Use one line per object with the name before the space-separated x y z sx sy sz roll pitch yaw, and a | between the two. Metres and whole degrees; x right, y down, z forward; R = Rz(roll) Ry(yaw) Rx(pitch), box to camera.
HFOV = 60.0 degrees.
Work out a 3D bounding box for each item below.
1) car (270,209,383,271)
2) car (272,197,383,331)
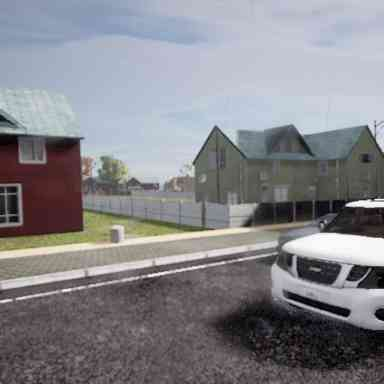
car | 5.288 1.435 11.444 5.357 1.411 2.033 -1 0 -35
car | 4.060 1.148 6.591 5.566 2.045 2.150 -1 0 -35
